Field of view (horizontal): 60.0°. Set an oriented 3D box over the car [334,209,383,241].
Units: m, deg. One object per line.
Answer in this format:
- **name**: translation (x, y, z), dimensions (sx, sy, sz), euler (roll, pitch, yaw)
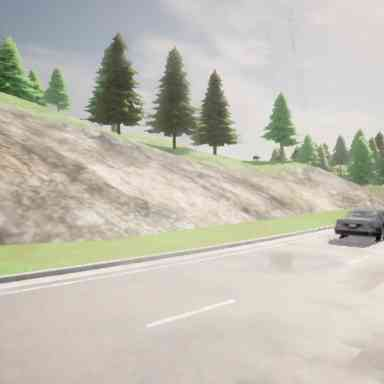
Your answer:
- **car**: translation (8.891, 1.545, 16.647), dimensions (2.033, 1.411, 5.357), euler (0, 0, 44)
